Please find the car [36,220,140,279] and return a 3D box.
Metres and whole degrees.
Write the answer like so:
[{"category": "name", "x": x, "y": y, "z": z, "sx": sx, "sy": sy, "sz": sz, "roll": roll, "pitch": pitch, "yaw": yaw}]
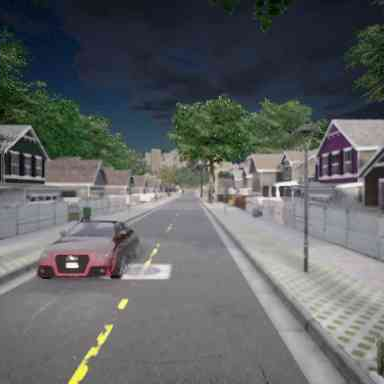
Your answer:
[{"category": "car", "x": -2.793, "y": 1.535, "z": 9.799, "sx": 1.994, "sy": 1.385, "sz": 4.181, "roll": 0, "pitch": 0, "yaw": 1}]
